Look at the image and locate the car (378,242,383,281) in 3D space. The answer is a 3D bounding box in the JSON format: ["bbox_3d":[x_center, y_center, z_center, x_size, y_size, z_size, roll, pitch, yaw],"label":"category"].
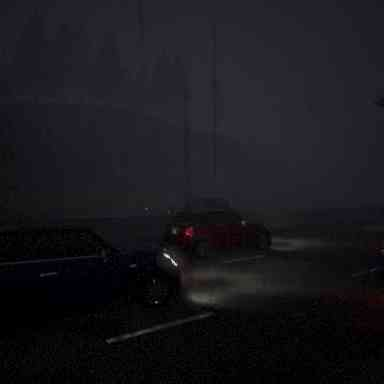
[{"bbox_3d":[7.003,1.470,8.939,4.553,1.767,2.097,1,-1,-36],"label":"car"}]

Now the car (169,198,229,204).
[{"bbox_3d":[0.706,1.468,26.244,5.566,2.045,2.150,1,-1,-36],"label":"car"}]

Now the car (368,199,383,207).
[{"bbox_3d":[33.838,2.310,59.198,4.718,1.301,1.895,1,-1,-36],"label":"car"}]

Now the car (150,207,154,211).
[{"bbox_3d":[-1.646,1.861,33.203,4.181,1.385,1.994,1,-1,-36],"label":"car"}]

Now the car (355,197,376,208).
[{"bbox_3d":[33.060,1.970,62.973,5.566,2.045,2.150,1,-1,-36],"label":"car"}]

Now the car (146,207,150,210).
[{"bbox_3d":[-2.779,1.925,36.716,4.718,1.301,1.895,1,-1,-36],"label":"car"}]

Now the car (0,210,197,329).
[{"bbox_3d":[-2.430,1.400,6.487,4.553,1.767,2.097,1,-1,-35],"label":"car"}]

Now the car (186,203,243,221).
[{"bbox_3d":[2.202,1.850,31.691,5.357,1.411,2.033,1,-1,-36],"label":"car"}]

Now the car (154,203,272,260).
[{"bbox_3d":[1.091,1.480,13.295,4.553,1.767,2.097,1,-1,-36],"label":"car"}]
